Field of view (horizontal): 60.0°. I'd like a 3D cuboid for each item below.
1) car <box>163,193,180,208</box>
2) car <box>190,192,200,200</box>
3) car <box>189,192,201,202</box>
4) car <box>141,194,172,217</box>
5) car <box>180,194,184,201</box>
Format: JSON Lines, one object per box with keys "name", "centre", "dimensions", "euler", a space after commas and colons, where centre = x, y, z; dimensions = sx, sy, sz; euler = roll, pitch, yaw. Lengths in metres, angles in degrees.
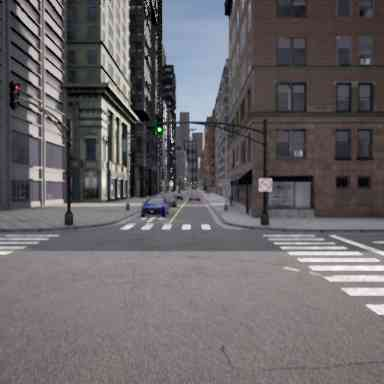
{"name": "car", "centre": [-2.833, 0.922, 38.603], "dimensions": [2.097, 1.767, 4.553], "euler": [0, 0, 1]}
{"name": "car", "centre": [0.591, 0.785, 67.839], "dimensions": [2.033, 1.411, 5.357], "euler": [0, 1, 1]}
{"name": "car", "centre": [0.478, 0.917, 57.837], "dimensions": [1.994, 1.385, 4.181], "euler": [0, 1, 1]}
{"name": "car", "centre": [-2.965, 1.171, 27.386], "dimensions": [1.882, 1.535, 5.008], "euler": [0, 1, 1]}
{"name": "car", "centre": [-2.501, 0.921, 60.595], "dimensions": [1.895, 1.301, 4.718], "euler": [0, 1, 1]}
